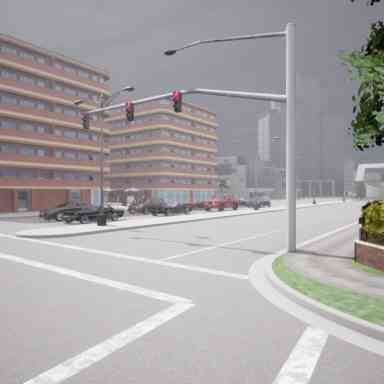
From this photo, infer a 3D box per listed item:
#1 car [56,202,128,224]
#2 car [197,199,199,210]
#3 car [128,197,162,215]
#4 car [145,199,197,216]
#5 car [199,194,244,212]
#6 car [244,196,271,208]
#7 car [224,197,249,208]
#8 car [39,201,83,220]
[{"bbox_3d":[-7.364,1.601,24.903,1.895,1.301,4.718,0,0,33],"label":"car"},{"bbox_3d":[0.693,1.601,41.864,1.895,1.301,4.718,0,0,36],"label":"car"},{"bbox_3d":[-4.562,1.352,34.649,2.097,1.767,4.553,0,0,35],"label":"car"},{"bbox_3d":[-1.952,1.599,32.299,1.895,1.301,4.718,0,0,36],"label":"car"},{"bbox_3d":[3.625,1.221,39.942,2.150,2.045,5.566,0,0,36],"label":"car"},{"bbox_3d":[9.680,1.352,48.206,2.097,1.767,4.553,0,0,36],"label":"car"},{"bbox_3d":[6.746,1.526,50.123,1.812,1.442,4.674,0,0,36],"label":"car"},{"bbox_3d":[-9.967,1.505,27.238,1.837,1.490,4.892,0,0,36],"label":"car"}]
